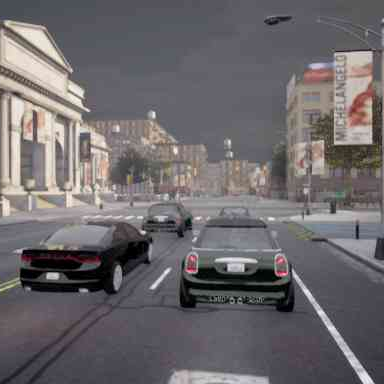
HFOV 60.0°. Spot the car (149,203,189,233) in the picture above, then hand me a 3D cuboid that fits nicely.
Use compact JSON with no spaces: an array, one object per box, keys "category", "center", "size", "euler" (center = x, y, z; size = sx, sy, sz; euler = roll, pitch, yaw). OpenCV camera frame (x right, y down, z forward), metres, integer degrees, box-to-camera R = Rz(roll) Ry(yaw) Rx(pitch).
[{"category":"car","center":[-1.196,1.343,18.009],"size":[2.097,1.767,4.553],"euler":[0,0,8]}]

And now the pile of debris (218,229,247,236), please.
[{"category":"pile of debris","center":[2.221,2.166,18.040],"size":[1.500,0.140,1.860],"euler":[0,0,8]}]

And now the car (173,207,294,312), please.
[{"category":"car","center":[1.023,1.348,7.956],"size":[2.097,1.767,4.553],"euler":[0,0,7]}]

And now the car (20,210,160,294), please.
[{"category":"car","center":[-2.395,1.473,8.877],"size":[1.882,1.535,5.008],"euler":[0,0,7]}]

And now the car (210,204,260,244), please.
[{"category":"car","center":[2.163,1.481,16.803],"size":[2.128,1.511,4.902],"euler":[0,0,8]}]
